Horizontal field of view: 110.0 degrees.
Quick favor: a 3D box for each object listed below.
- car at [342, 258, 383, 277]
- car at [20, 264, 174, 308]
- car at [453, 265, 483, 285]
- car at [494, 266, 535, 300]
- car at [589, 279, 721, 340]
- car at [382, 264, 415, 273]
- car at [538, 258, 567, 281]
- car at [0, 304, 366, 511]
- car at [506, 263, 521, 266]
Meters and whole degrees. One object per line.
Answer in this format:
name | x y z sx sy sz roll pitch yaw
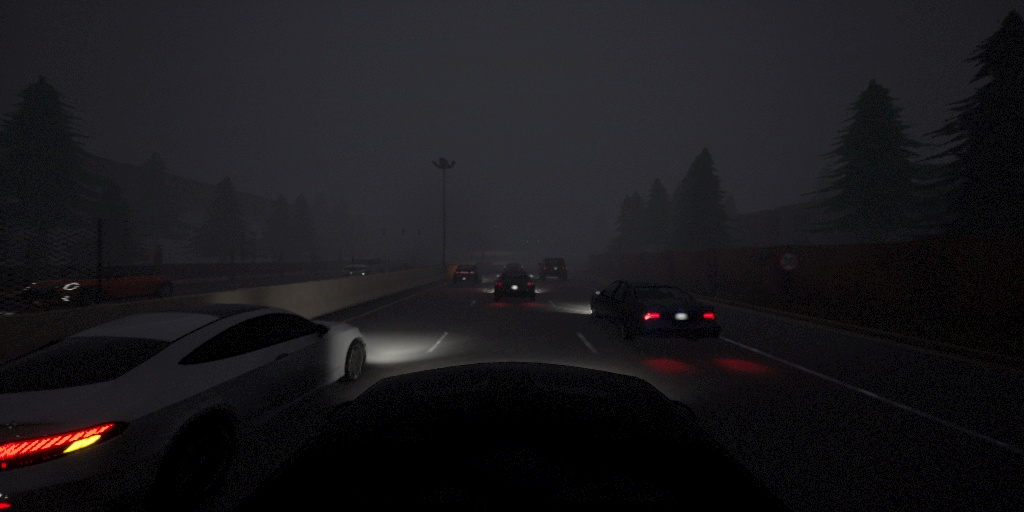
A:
car | -14.005 1.164 34.236 2.150 2.045 5.566 0 -1 1
car | -17.576 1.169 15.541 2.097 1.767 4.553 0 0 0
car | -3.354 1.401 27.581 2.128 1.511 4.902 0 0 0
car | 0.129 1.421 18.401 1.994 1.385 4.181 0 0 0
car | 3.606 1.355 10.124 2.033 1.411 5.357 0 0 0
car | -10.502 1.511 34.484 1.994 1.385 4.181 0 0 0
car | 3.657 1.172 32.658 2.150 2.045 5.566 0 0 0
car | -3.390 1.287 4.196 1.812 1.442 4.674 0 0 0
car | 0.166 1.456 37.591 1.882 1.535 5.008 0 0 0
